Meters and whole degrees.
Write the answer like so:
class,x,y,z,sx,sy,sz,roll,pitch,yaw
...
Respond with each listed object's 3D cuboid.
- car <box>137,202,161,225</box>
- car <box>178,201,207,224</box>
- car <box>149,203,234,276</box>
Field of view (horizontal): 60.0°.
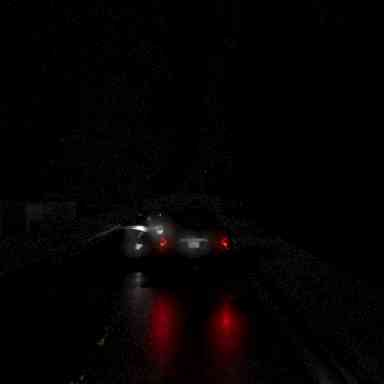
class,x,y,z,sx,sy,sz,roll,pitch,yaw
car,-2.819,1.507,24.345,1.812,1.442,4.674,0,0,0
car,0.079,1.528,25.945,2.033,1.411,5.357,0,0,0
car,0.065,1.346,10.472,2.097,1.767,4.553,0,0,0
